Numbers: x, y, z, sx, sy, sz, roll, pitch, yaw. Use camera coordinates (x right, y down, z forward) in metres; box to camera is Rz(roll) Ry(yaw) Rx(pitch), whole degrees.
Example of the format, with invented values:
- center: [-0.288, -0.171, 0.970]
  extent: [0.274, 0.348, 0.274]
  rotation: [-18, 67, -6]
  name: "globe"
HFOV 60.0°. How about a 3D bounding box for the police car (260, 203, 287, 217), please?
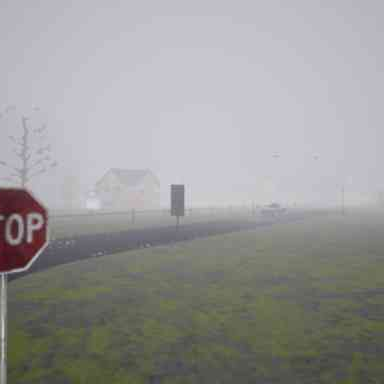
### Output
- center: [9.928, 2.136, 40.386]
  extent: [1.930, 1.638, 5.238]
  rotation: [0, -1, 35]
  name: "police car"
